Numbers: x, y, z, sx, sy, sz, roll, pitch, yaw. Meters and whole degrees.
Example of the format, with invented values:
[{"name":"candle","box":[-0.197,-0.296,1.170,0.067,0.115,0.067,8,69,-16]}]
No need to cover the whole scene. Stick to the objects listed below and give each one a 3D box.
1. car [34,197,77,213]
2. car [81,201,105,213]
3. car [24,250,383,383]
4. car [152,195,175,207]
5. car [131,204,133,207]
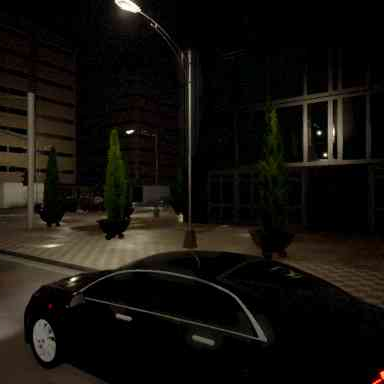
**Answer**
[{"name":"car","box":[-14.986,1.407,36.498,2.097,1.767,4.553,0,0,35]},{"name":"car","box":[-9.875,1.656,37.329,1.895,1.301,4.718,0,0,35]},{"name":"car","box":[-0.164,1.505,4.106,4.892,1.490,1.837,0,0,36]},{"name":"car","box":[-4.100,1.407,51.926,2.097,1.767,4.553,0,0,35]},{"name":"car","box":[-9.865,1.581,43.750,1.812,1.442,4.674,0,0,35]}]
